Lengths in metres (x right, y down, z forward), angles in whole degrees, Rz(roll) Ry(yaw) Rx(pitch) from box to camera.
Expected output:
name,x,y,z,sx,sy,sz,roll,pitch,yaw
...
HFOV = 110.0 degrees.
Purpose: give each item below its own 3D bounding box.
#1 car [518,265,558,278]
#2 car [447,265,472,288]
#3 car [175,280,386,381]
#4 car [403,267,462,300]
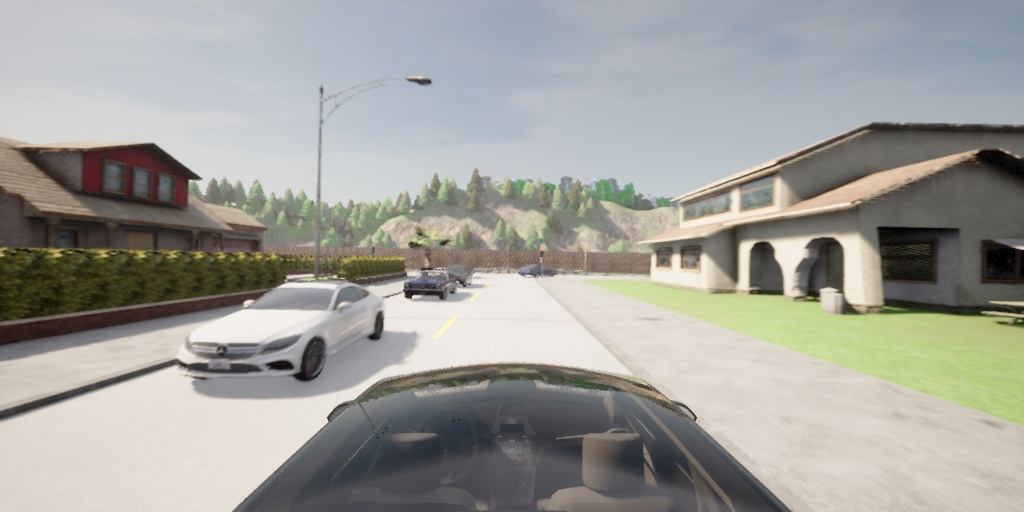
name,x,y,z,sx,sy,sz,roll,pitch,yaw
car,3.018,1.689,41.011,2.033,1.411,5.357,0,-1,44
car,-3.909,1.370,25.291,1.837,1.490,4.892,1,0,0
car,-4.008,1.241,7.233,1.812,1.442,4.674,1,0,0
car,-3.992,1.410,18.255,1.895,1.301,4.718,1,0,0
